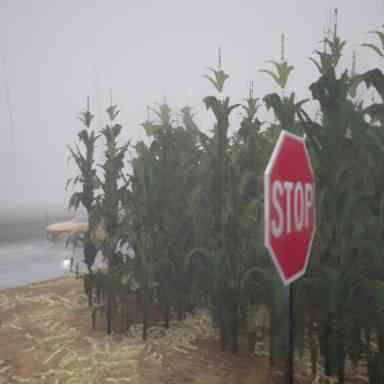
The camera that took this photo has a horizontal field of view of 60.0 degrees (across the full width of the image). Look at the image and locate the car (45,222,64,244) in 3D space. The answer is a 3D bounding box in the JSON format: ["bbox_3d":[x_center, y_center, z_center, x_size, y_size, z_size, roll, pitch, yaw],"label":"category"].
[{"bbox_3d":[-4.915,1.737,16.897,1.882,1.535,5.008,0,-1,34],"label":"car"}]
